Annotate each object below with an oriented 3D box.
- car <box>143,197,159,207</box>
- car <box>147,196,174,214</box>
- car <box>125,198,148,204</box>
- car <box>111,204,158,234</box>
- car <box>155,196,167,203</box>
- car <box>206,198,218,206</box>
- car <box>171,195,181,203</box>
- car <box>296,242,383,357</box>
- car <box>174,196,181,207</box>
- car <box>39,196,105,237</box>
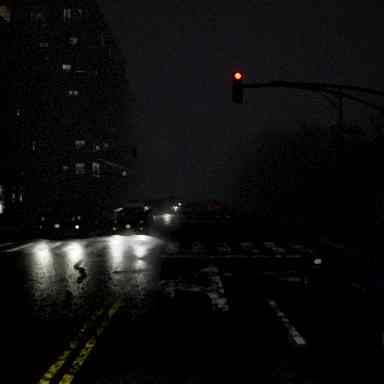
[{"bbox_3d":[-6.554,1.578,53.857,1.994,1.385,4.181,0,0,0],"label":"car"},{"bbox_3d":[-3.328,1.482,35.937,1.882,1.535,5.008,0,0,0],"label":"car"},{"bbox_3d":[-6.573,1.531,37.955,1.812,1.442,4.674,0,0,0],"label":"car"},{"bbox_3d":[-3.347,1.607,19.365,1.994,1.385,4.181,0,0,0],"label":"car"},{"bbox_3d":[-6.457,1.565,69.208,2.033,1.411,5.357,0,0,0],"label":"car"},{"bbox_3d":[3.386,1.616,56.339,1.895,1.301,4.718,0,0,0],"label":"car"},{"bbox_3d":[-3.214,1.502,68.550,1.882,1.535,5.008,0,0,0],"label":"car"},{"bbox_3d":[3.355,1.547,5.374,2.033,1.411,5.357,0,0,0],"label":"car"},{"bbox_3d":[-3.311,1.364,52.802,2.097,1.767,4.553,0,0,0],"label":"car"},{"bbox_3d":[-6.605,1.294,19.043,2.150,2.045,5.566,0,0,0],"label":"car"}]
